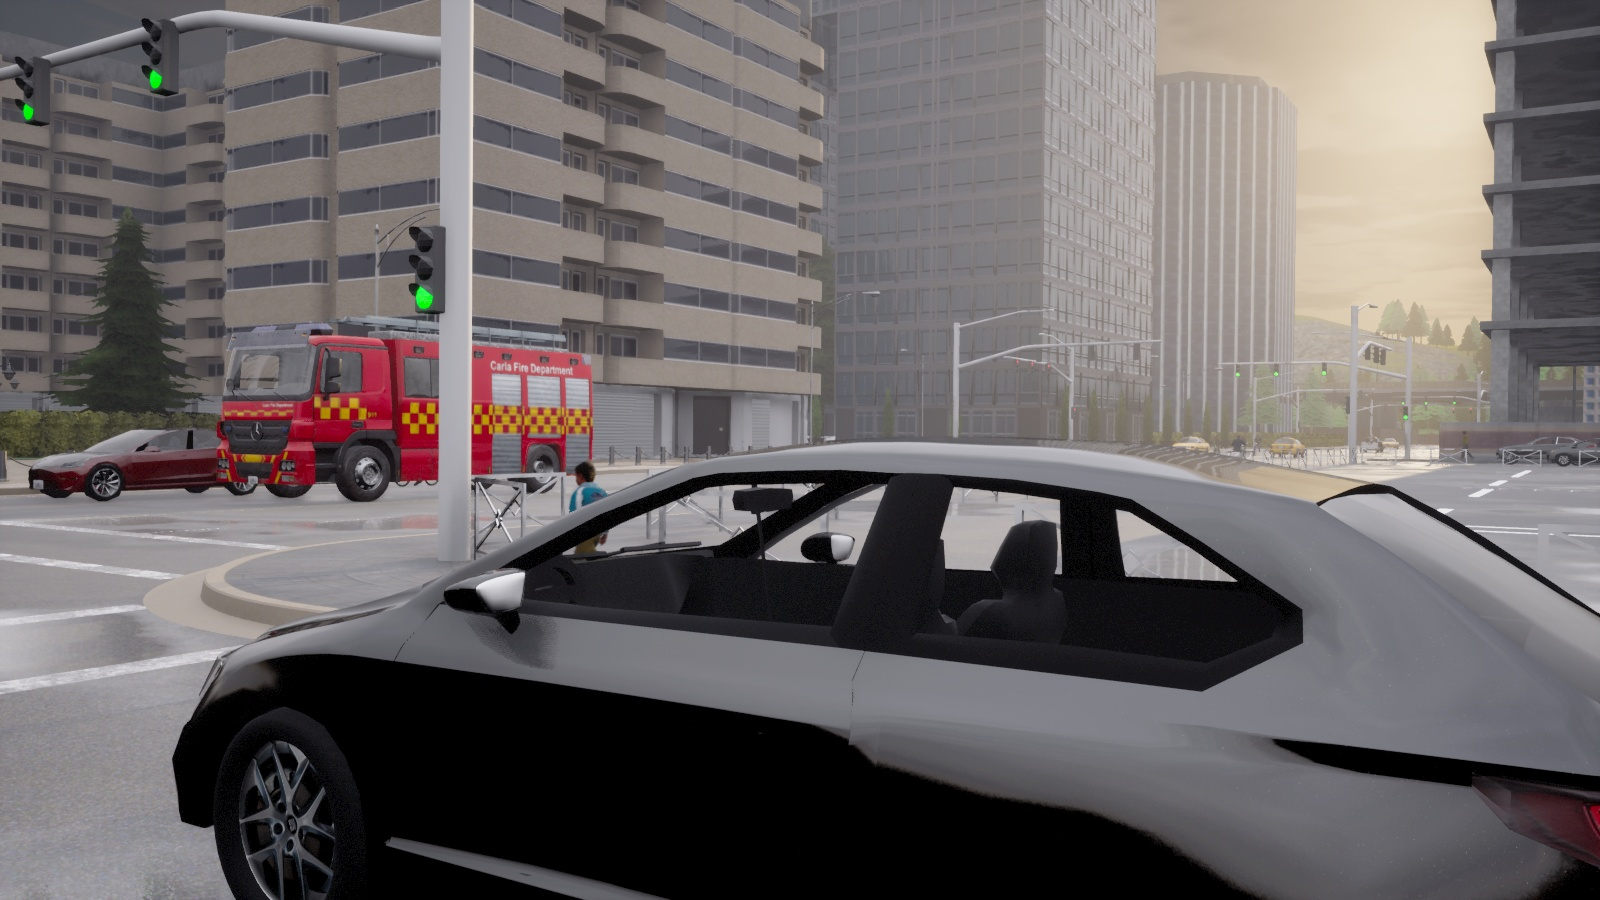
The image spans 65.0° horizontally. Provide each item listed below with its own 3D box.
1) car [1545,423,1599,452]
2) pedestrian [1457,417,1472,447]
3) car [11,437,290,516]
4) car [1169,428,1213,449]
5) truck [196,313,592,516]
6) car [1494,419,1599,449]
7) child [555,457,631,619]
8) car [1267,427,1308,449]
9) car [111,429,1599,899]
[{"bbox_3d":[42.050,-0.664,66.379,4.514,1.525,2.007,0,1,32],"label":"car"},{"bbox_3d":[40.691,-1.087,76.905,0.726,1.835,0.370,0,1,17],"label":"pedestrian"},{"bbox_3d":[-13.616,0.491,26.643,2.163,1.488,4.792,0,1,32],"label":"car"},{"bbox_3d":[29.585,-0.894,94.940,1.801,1.575,5.366,0,1,32],"label":"car"},{"bbox_3d":[-8.614,-0.738,28.003,2.891,3.827,8.468,0,1,32],"label":"truck"},{"bbox_3d":[41.957,-0.889,70.566,5.027,1.651,2.152,0,1,32],"label":"car"},{"bbox_3d":[-1.577,0.653,9.572,0.448,1.192,0.343,0,1,33],"label":"child"},{"bbox_3d":[35.300,-0.889,90.841,1.801,1.575,5.366,0,1,32],"label":"car"},{"bbox_3d":[0.098,0.696,3.550,4.193,1.474,1.816,0,1,33],"label":"car"}]
